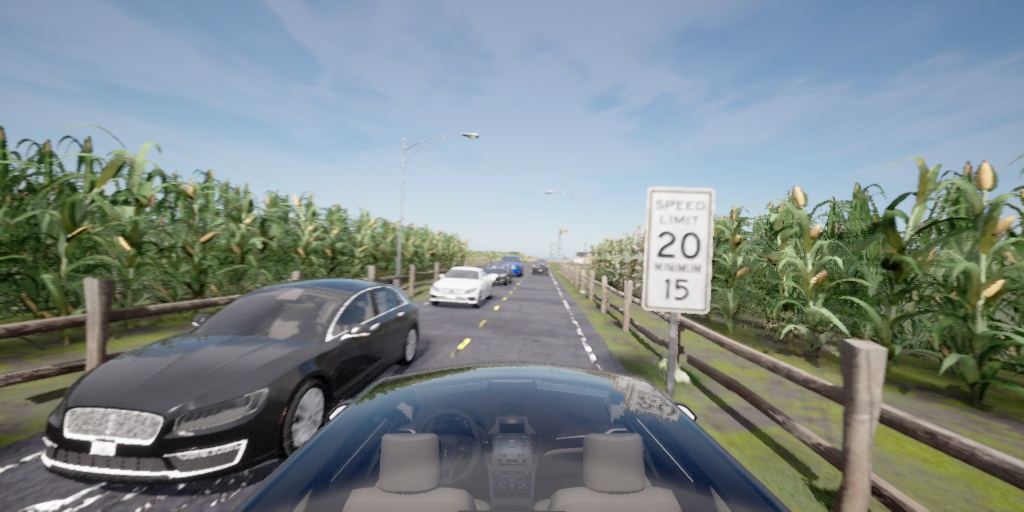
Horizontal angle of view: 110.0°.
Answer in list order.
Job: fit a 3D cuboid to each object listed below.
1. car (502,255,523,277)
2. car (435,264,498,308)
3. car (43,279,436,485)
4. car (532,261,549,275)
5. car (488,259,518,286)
[{"bbox_3d":[-0.077,0.963,35.789,2.150,2.045,5.566,3,0,6],"label":"car"},{"bbox_3d":[-1.919,1.174,14.902,1.812,1.442,4.674,3,0,5],"label":"car"},{"bbox_3d":[-2.723,1.116,4.958,1.837,1.490,4.892,3,0,4],"label":"car"},{"bbox_3d":[3.316,1.407,41.759,2.128,1.511,4.902,3,0,5],"label":"car"},{"bbox_3d":[-1.023,1.183,25.312,2.128,1.511,4.902,3,0,5],"label":"car"}]
